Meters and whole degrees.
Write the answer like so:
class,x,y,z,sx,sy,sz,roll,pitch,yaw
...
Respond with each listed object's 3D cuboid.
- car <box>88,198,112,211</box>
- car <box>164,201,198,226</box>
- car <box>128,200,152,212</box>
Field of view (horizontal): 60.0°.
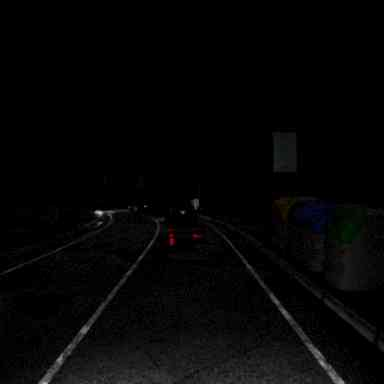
class,x,y,z,sx,sy,sz,roll,pitch,yaw
car,-11.811,1.568,42.548,1.812,1.442,4.674,1,0,-36
car,-0.913,1.413,24.400,2.097,1.767,4.553,0,0,-8
car,-6.426,1.655,40.826,1.994,1.385,4.181,1,0,-28
